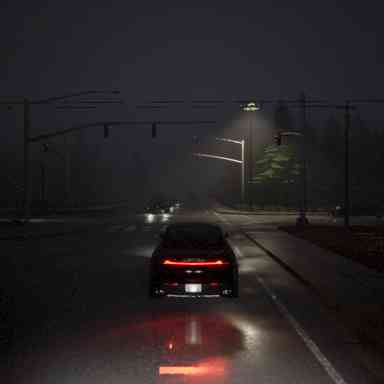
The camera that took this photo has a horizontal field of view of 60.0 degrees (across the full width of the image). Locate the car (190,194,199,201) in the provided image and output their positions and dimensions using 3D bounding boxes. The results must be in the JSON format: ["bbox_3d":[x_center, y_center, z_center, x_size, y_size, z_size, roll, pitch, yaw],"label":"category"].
[{"bbox_3d":[0.574,1.355,80.928,2.097,1.767,4.553,0,0,2],"label":"car"}]

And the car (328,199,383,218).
[{"bbox_3d":[14.588,1.379,29.638,4.553,1.767,2.097,0,0,1],"label":"car"}]

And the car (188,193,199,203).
[{"bbox_3d":[0.301,1.224,70.535,2.150,2.045,5.566,0,0,2],"label":"car"}]

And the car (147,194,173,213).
[{"bbox_3d":[-3.593,1.221,36.885,2.150,2.045,5.566,0,0,0],"label":"car"}]

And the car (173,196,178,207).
[{"bbox_3d":[-3.584,1.562,49.637,1.994,1.385,4.181,0,0,0],"label":"car"}]

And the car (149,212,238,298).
[{"bbox_3d":[0.048,1.501,8.502,1.837,1.490,4.892,0,0,1],"label":"car"}]

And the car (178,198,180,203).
[{"bbox_3d":[-3.450,1.504,64.518,1.837,1.490,4.892,0,0,1],"label":"car"}]
